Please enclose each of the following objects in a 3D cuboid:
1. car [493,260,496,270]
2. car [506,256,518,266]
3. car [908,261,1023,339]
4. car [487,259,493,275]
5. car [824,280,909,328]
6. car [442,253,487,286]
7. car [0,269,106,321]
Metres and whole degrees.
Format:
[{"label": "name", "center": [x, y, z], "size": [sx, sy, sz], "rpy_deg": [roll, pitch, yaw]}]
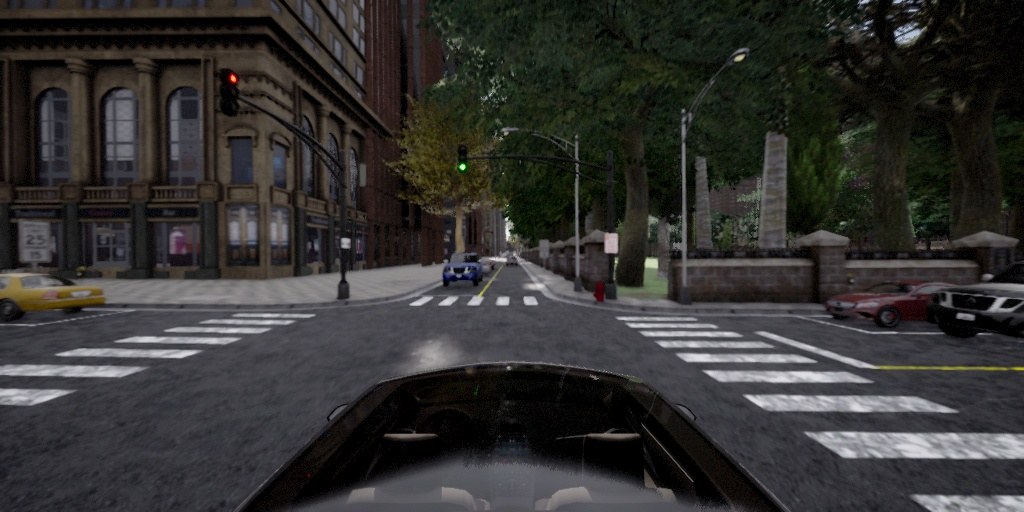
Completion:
[{"label": "car", "center": [-3.009, 1.014, 43.626], "size": [1.895, 1.301, 4.718], "rpy_deg": [0, 0, 0]}, {"label": "car", "center": [0.016, 0.854, 55.850], "size": [2.033, 1.411, 5.357], "rpy_deg": [0, 0, 1]}, {"label": "car", "center": [12.998, 1.044, 8.090], "size": [5.566, 2.045, 2.150], "rpy_deg": [0, 0, 0]}, {"label": "car", "center": [-3.070, 1.092, 33.413], "size": [1.895, 1.301, 4.718], "rpy_deg": [0, 0, 0]}, {"label": "car", "center": [11.893, 1.381, 10.763], "size": [4.207, 1.307, 1.802], "rpy_deg": [0, 0, 0]}, {"label": "car", "center": [-3.108, 0.792, 23.593], "size": [2.150, 2.045, 5.566], "rpy_deg": [0, 0, 0]}, {"label": "car", "center": [-15.366, 1.096, 10.860], "size": [4.829, 1.417, 1.751], "rpy_deg": [0, 0, 0]}]
